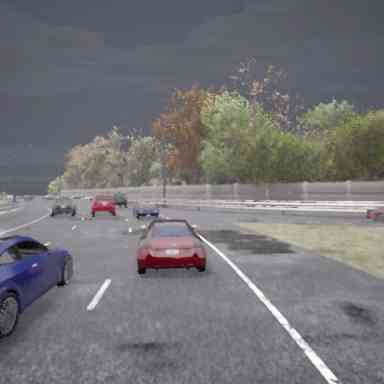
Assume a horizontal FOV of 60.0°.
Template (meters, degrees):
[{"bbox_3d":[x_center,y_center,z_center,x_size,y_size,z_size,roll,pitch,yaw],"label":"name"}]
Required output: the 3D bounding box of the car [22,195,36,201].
[{"bbox_3d":[-40.774,1.460,81.841,4.674,1.442,1.812,0,0,39],"label":"car"}]

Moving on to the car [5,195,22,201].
[{"bbox_3d":[-43.104,1.469,79.229,4.674,1.442,1.812,0,0,39],"label":"car"}]

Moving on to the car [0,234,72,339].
[{"bbox_3d":[-3.804,1.537,6.400,1.812,1.442,4.674,0,0,-3],"label":"car"}]

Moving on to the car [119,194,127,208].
[{"bbox_3d":[-10.830,1.244,47.505,2.150,2.045,5.566,0,0,-25],"label":"car"}]

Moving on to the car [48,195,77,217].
[{"bbox_3d":[-12.343,1.386,32.244,2.097,1.767,4.553,0,0,-18],"label":"car"}]

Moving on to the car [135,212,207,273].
[{"bbox_3d":[-0.732,1.563,10.825,1.994,1.385,4.181,0,0,-6],"label":"car"}]

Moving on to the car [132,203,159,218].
[{"bbox_3d":[-4.147,1.606,29.188,1.895,1.301,4.718,0,0,-15],"label":"car"}]

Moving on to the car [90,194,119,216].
[{"bbox_3d":[-8.907,1.242,33.180,2.150,2.045,5.566,0,0,-18],"label":"car"}]

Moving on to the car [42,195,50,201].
[{"bbox_3d":[-36.548,1.514,84.409,1.895,1.301,4.718,0,0,-35],"label":"car"}]

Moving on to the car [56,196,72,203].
[{"bbox_3d":[-28.922,1.580,74.975,1.837,1.490,4.892,0,0,-40],"label":"car"}]

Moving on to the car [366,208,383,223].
[{"bbox_3d":[14.814,1.501,23.824,4.181,1.385,1.994,0,0,21],"label":"car"}]
